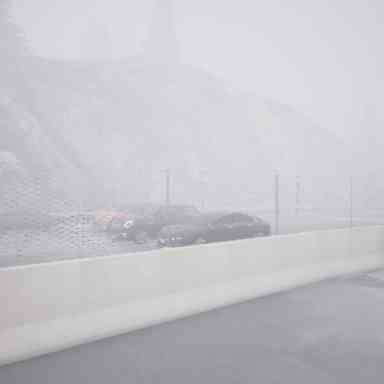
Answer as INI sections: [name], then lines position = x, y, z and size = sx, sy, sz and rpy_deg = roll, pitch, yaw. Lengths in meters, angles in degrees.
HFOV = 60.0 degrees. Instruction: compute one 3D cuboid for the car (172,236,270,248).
[car]
position = 0.989, 1.497, 13.084
size = 4.892, 1.490, 1.837
rpy_deg = 0, 0, -34
